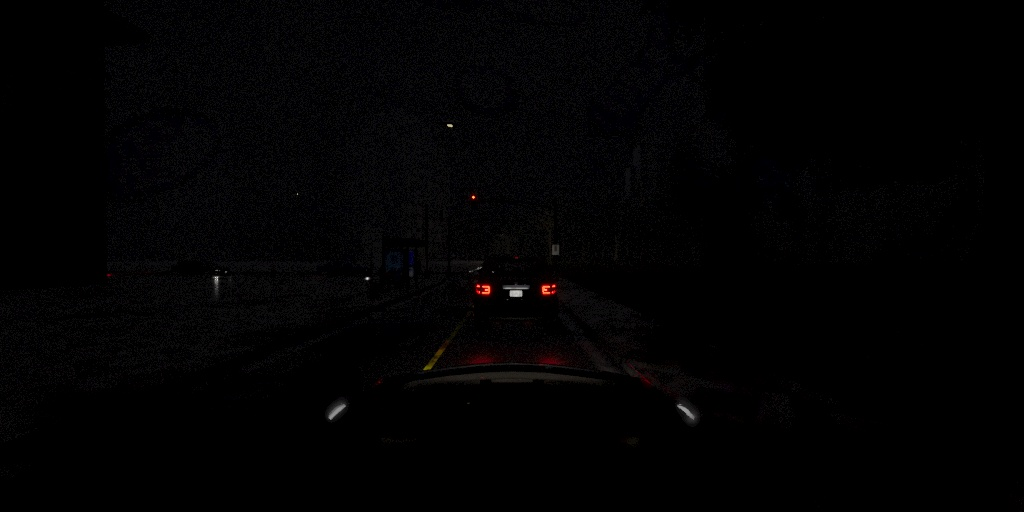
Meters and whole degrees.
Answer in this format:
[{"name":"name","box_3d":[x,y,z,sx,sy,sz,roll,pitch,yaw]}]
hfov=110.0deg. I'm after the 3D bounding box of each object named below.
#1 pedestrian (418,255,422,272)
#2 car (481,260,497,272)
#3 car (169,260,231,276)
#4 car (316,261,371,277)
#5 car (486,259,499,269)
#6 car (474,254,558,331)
[{"name":"pedestrian","box_3d":[-10.058,0.800,38.859,0.375,1.860,0.375,0,0,1]},{"name":"car","box_3d":[-3.086,1.249,47.966,2.033,1.411,5.357,0,0,-3]},{"name":"car","box_3d":[-28.779,1.159,33.116,4.892,1.490,1.837,2,1,2]},{"name":"car","box_3d":[-15.146,1.176,32.761,5.008,1.535,1.882,0,1,0]},{"name":"car","box_3d":[-3.050,1.212,57.510,1.812,1.442,4.674,0,0,0]},{"name":"car","box_3d":[0.103,0.968,11.066,2.150,2.045,5.566,0,0,0]}]
